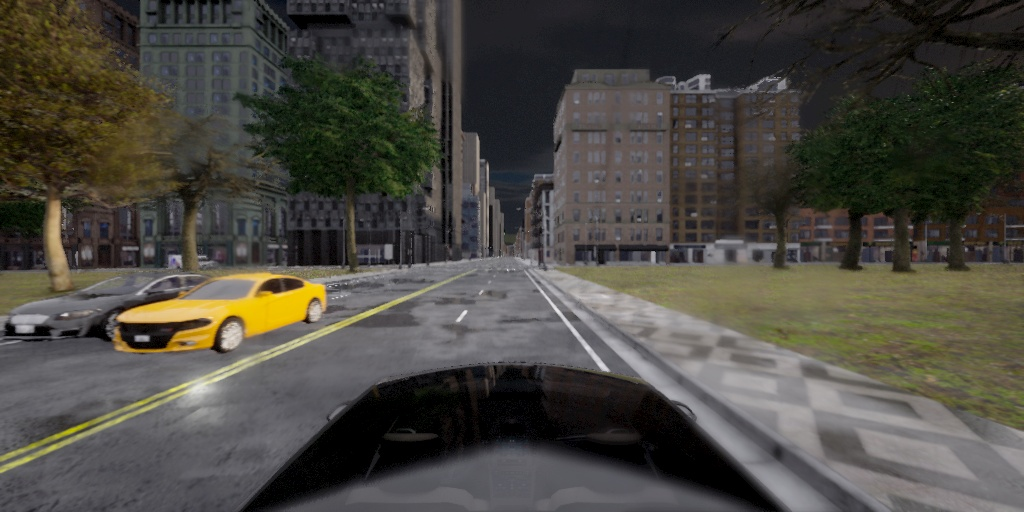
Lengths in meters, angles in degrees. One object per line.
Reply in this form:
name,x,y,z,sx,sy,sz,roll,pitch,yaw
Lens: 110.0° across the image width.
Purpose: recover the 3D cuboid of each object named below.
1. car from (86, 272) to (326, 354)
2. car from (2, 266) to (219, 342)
car,-6.603,1.195,8.899,1.882,1.535,5.008,0,0,0
car,-9.853,1.206,9.702,2.128,1.511,4.902,0,0,0
